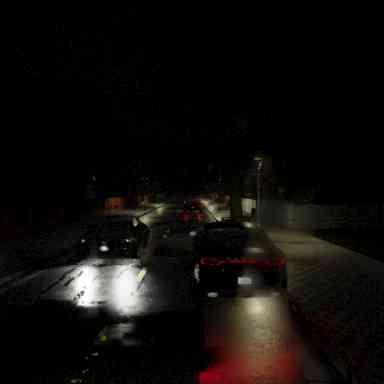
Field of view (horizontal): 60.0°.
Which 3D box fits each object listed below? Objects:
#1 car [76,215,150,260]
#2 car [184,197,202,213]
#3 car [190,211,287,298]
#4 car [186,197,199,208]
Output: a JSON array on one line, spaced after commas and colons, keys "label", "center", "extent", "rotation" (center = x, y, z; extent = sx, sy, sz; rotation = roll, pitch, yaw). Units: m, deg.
[{"label": "car", "center": [-2.736, 1.562, 12.323], "extent": [1.994, 1.385, 4.181], "rotation": [0, 0, 0]}, {"label": "car", "center": [0.116, 1.460, 37.033], "extent": [1.882, 1.535, 5.008], "rotation": [0, 0, 1]}, {"label": "car", "center": [0.971, 1.476, 8.574], "extent": [1.882, 1.535, 5.008], "rotation": [0, 0, 0]}, {"label": "car", "center": [0.050, 1.495, 47.194], "extent": [1.812, 1.442, 4.674], "rotation": [0, 0, 0]}]
